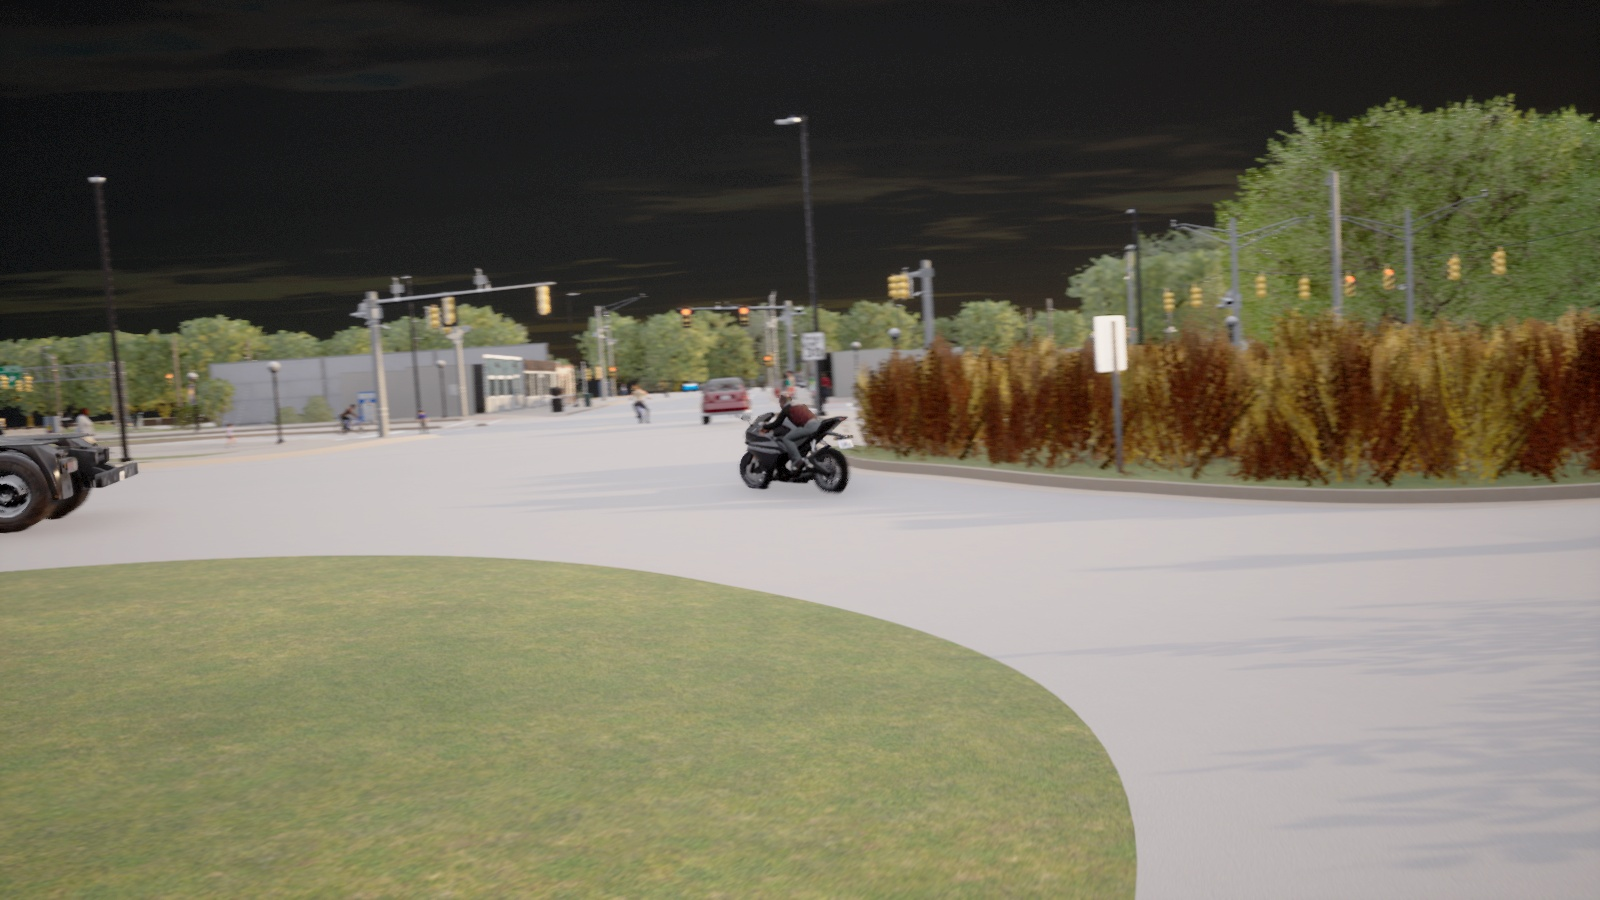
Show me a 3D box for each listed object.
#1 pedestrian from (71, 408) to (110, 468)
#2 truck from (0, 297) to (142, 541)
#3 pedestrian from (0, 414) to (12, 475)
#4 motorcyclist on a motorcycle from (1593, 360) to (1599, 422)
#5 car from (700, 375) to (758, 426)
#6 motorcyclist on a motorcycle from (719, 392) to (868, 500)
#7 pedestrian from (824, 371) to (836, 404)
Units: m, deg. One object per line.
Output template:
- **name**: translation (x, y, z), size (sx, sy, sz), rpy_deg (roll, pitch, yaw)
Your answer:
- **pedestrian**: translation (-23.280, -0.408, 41.202), size (0.900, 1.855, 0.874), rpy_deg (-6, 5, -26)
- **truck**: translation (-14.507, -0.393, 18.507), size (7.936, 3.462, 2.891), rpy_deg (-3, 4, -17)
- **pedestrian**: translation (-24.421, -0.182, 38.345), size (0.370, 1.835, 0.726), rpy_deg (-7, 5, -38)
- **motorcyclist on a motorcycle**: translation (8.576, -0.158, 11.561), size (1.817, 1.590, 0.866), rpy_deg (-7, 2, 9)
- **car**: translation (-2.380, -1.714, 43.107), size (1.789, 1.549, 3.705), rpy_deg (-4, 3, -2)
- **motorcyclist on a motorcycle**: translation (-0.119, -0.086, 19.219), size (2.191, 1.530, 0.866), rpy_deg (1, 6, 42)
- **pedestrian**: translation (1.713, -3.592, 72.516), size (0.331, 1.846, 0.636), rpy_deg (-2, 5, 27)
